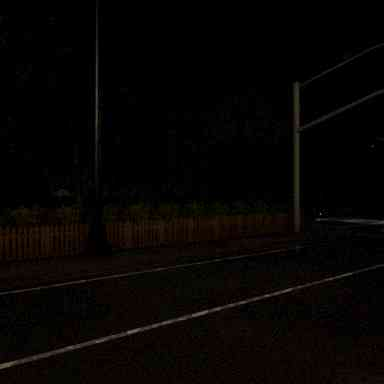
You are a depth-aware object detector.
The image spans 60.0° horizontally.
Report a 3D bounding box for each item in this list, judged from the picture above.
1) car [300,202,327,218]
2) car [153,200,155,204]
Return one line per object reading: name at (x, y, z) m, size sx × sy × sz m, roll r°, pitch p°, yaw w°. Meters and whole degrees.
car at (9.861, 1.601, 30.565) m, size 1.895 × 1.301 × 4.718 m, roll 0°, pitch 0°, yaw -35°
car at (-4.305, 1.525, 51.035) m, size 1.812 × 1.442 × 4.674 m, roll 0°, pitch 0°, yaw -34°
